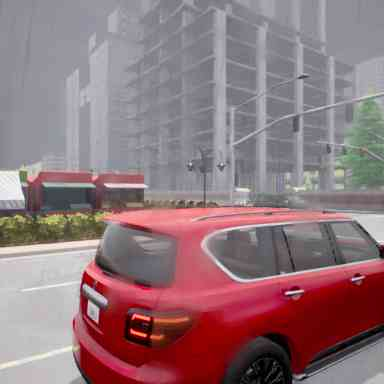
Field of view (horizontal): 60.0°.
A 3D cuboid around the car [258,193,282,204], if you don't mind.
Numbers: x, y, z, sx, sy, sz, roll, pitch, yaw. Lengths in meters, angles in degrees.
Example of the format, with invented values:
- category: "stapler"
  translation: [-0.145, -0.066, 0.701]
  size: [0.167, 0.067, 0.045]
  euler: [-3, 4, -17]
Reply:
- category: "car"
  translation: [14.052, 1.114, 59.913]
  size: [1.905, 1.878, 3.866]
  euler: [0, 0, -36]

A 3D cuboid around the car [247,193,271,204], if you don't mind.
- category: "car"
  translation: [11.661, 1.114, 58.199]
  size: [1.905, 1.878, 3.866]
  euler: [0, 0, -36]

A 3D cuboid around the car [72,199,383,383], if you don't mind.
- category: "car"
  translation: [1.259, 1.221, 4.687]
  size: [5.566, 2.045, 2.150]
  euler: [0, 0, -35]

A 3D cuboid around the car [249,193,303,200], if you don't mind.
- category: "car"
  translation: [6.969, 1.177, 24.353]
  size: [2.150, 2.045, 5.566]
  euler: [0, 0, -36]

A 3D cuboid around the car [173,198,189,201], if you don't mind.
- category: "car"
  translation: [-0.973, 1.422, 35.299]
  size: [1.882, 1.535, 5.008]
  euler: [0, 0, -36]
